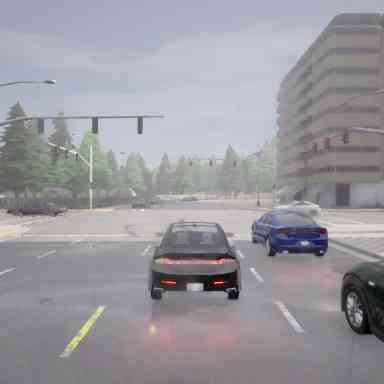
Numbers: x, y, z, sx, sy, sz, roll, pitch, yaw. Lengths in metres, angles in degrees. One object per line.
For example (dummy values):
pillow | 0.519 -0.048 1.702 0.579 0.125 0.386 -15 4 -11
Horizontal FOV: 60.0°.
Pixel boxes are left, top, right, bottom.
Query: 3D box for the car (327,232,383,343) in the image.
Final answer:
car | 3.601 1.352 3.883 2.097 1.767 4.553 0 0 0

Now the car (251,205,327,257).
car | 3.588 1.478 13.034 1.882 1.535 5.008 0 0 0

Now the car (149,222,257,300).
car | 0.068 1.491 8.389 2.128 1.511 4.902 0 0 0

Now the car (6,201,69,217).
car | -14.755 1.604 31.934 5.357 1.411 2.033 0 0 0

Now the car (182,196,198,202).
car | -0.360 1.524 74.592 1.812 1.442 4.674 0 0 31

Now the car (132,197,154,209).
car | -7.021 1.547 46.592 2.033 1.411 5.357 0 0 1

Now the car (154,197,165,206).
car | -6.415 1.564 56.267 1.994 1.385 4.181 0 0 5

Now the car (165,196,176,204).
car | -4.507 1.526 65.454 1.812 1.442 4.674 0 0 18

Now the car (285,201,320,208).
car | 9.810 1.567 31.331 4.674 1.442 1.812 1 0 -10
